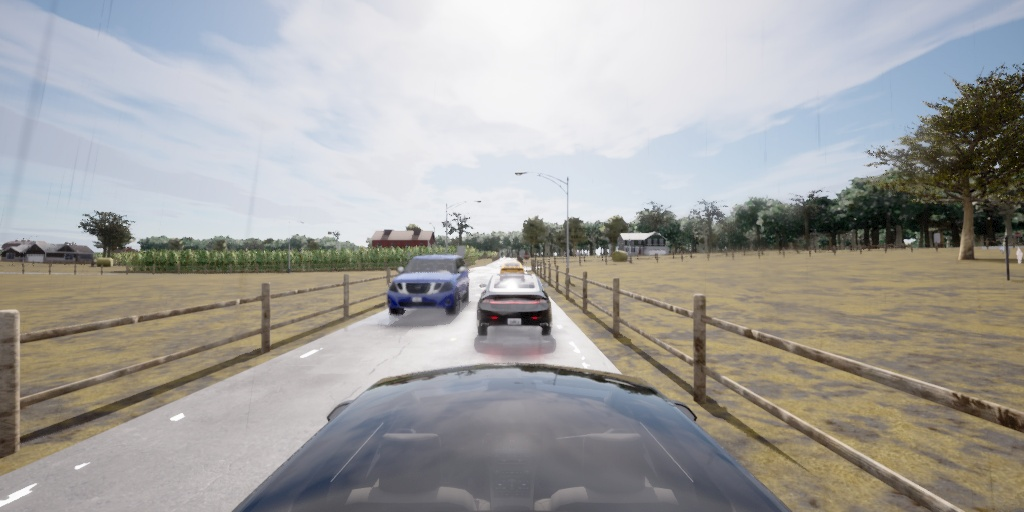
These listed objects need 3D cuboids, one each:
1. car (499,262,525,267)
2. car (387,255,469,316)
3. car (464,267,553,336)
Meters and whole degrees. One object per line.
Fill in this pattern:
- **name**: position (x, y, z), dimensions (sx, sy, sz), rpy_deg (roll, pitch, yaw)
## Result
- **car**: position (0.006, 1.191, 29.046), dimensions (1.882, 1.535, 5.008), rpy_deg (0, 0, 0)
- **car**: position (-2.889, 0.966, 13.649), dimensions (2.150, 2.045, 5.566), rpy_deg (0, 0, 0)
- **car**: position (0.065, 1.240, 10.388), dimensions (2.128, 1.511, 4.902), rpy_deg (0, 0, 0)
